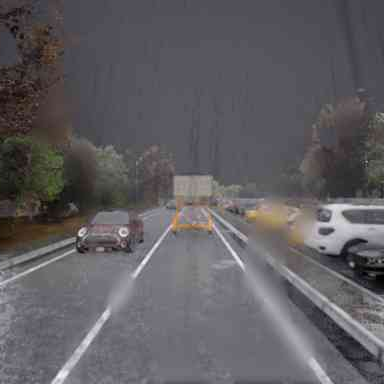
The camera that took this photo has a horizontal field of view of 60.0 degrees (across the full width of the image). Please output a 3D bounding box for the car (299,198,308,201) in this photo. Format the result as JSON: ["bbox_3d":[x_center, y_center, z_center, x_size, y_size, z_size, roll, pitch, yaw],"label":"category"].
[{"bbox_3d":[20.259,2.205,53.194,5.008,1.535,2.097,0,-1,0],"label":"car"}]

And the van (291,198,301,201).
[{"bbox_3d":[20.427,2.070,58.861,4.442,1.987,1.878,0,-1,0],"label":"van"}]

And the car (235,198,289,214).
[{"bbox_3d":[7.058,1.783,33.977,4.553,1.767,2.185,0,-1,0],"label":"car"}]

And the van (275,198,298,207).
[{"bbox_3d":[20.539,2.289,72.585,4.442,1.987,1.878,0,-1,0],"label":"van"}]

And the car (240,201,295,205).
[{"bbox_3d":[7.167,1.835,28.428,5.366,1.575,1.946,0,-1,0],"label":"car"}]

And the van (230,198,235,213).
[{"bbox_3d":[7.189,1.768,39.527,4.442,1.987,1.878,0,-1,0],"label":"van"}]

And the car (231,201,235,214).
[{"bbox_3d":[7.079,1.979,36.748,4.792,1.488,2.163,0,-1,0],"label":"car"}]

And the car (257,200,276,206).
[{"bbox_3d":[20.576,3.072,91.944,5.008,1.535,2.097,0,-2,0],"label":"car"}]

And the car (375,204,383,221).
[{"bbox_3d":[20.112,1.890,31.038,4.792,1.488,2.163,0,-1,0],"label":"car"}]

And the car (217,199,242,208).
[{"bbox_3d":[7.245,2.267,64.508,4.553,1.767,2.185,0,-1,0],"label":"car"}]

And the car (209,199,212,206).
[{"bbox_3d":[7.395,2.318,75.613,5.566,2.045,2.435,0,-1,0],"label":"car"}]

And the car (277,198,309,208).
[{"bbox_3d":[20.350,2.177,67.172,5.566,2.045,2.435,0,-1,0],"label":"car"}]

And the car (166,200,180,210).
[{"bbox_3d":[-3.135,2.114,56.226,2.097,1.767,4.553,0,-1,1],"label":"car"}]

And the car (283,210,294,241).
[{"bbox_3d":[7.053,1.726,14.550,5.366,1.575,1.946,0,0,0],"label":"car"}]

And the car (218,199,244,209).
[{"bbox_3d":[7.222,2.222,61.733,4.553,1.767,2.185,0,-1,0],"label":"car"}]

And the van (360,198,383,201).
[{"bbox_3d":[19.997,1.673,33.794,4.442,1.987,1.878,0,-1,0],"label":"van"}]

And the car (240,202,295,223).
[{"bbox_3d":[6.774,1.810,25.778,5.366,1.575,1.946,0,0,0],"label":"car"}]

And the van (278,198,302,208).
[{"bbox_3d":[20.518,2.246,69.940,4.442,1.987,1.878,0,-1,0],"label":"van"}]

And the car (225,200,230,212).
[{"bbox_3d":[7.066,2.068,42.300,4.792,1.488,2.163,0,-1,0],"label":"car"}]

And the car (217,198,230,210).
[{"bbox_3d":[6.977,2.168,50.629,5.366,1.575,1.946,0,-1,0],"label":"car"}]

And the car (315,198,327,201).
[{"bbox_3d":[20.168,1.822,44.888,5.566,2.045,2.435,0,-1,0],"label":"car"}]

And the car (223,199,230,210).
[{"bbox_3d":[7.088,2.112,45.076,4.792,1.488,2.163,0,-1,0],"label":"car"}]

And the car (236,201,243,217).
[{"bbox_3d":[6.998,1.871,31.197,4.892,1.521,2.231,0,-1,0],"label":"car"}]

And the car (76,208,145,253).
[{"bbox_3d":[-3.342,1.527,14.381,2.097,1.767,4.553,0,-1,0],"label":"car"}]

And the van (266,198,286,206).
[{"bbox_3d":[20.374,2.492,80.879,4.442,1.987,1.878,0,-2,0],"label":"van"}]

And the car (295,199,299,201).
[{"bbox_3d":[20.290,2.291,56.088,4.674,1.452,2.002,0,-1,0],"label":"car"}]

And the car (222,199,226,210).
[{"bbox_3d":[7.111,2.156,47.852,4.792,1.488,2.163,0,-1,0],"label":"car"}]

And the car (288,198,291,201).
[{"bbox_3d":[20.330,2.378,61.502,4.674,1.452,2.002,0,-1,0],"label":"car"}]

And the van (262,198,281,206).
[{"bbox_3d":[20.653,2.669,86.413,4.442,1.987,1.878,0,-2,0],"label":"van"}]

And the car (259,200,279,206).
[{"bbox_3d":[20.553,2.985,89.176,4.892,1.521,2.231,0,-2,0],"label":"car"}]

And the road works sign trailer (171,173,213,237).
[{"bbox_3d":[0.063,0.704,19.656,2.380,3.560,2.880,0,-1,3],"label":"road works sign trailer"}]

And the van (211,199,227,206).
[{"bbox_3d":[7.643,2.950,95.019,4.442,1.987,1.878,0,-2,0],"label":"van"}]

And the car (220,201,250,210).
[{"bbox_3d":[7.202,2.261,56.179,4.892,1.521,2.231,0,-1,0],"label":"car"}]

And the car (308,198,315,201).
[{"bbox_3d":[20.191,1.866,47.658,5.566,2.045,2.435,0,-1,0],"label":"car"}]

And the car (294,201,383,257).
[{"bbox_3d":[6.873,1.458,11.777,5.566,2.045,2.435,0,0,0],"label":"car"}]

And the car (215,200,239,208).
[{"bbox_3d":[7.324,2.521,70.057,4.674,1.452,2.002,0,-1,0],"label":"car"}]

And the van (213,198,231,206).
[{"bbox_3d":[7.296,2.506,81.147,4.442,1.987,1.878,0,-2,0],"label":"van"}]

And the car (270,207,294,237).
[{"bbox_3d":[6.897,1.751,17.328,4.892,1.521,2.231,0,0,0],"label":"car"}]

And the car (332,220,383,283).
[{"bbox_3d":[6.828,1.689,9.000,5.008,1.535,2.097,0,0,0],"label":"car"}]

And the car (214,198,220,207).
[{"bbox_3d":[7.045,2.301,58.956,5.366,1.575,1.946,0,-1,0],"label":"car"}]

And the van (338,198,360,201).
[{"bbox_3d":[20.267,1.759,39.348,4.442,1.987,1.878,0,-1,0],"label":"van"}]

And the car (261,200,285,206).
[{"bbox_3d":[20.329,2.804,83.639,5.366,1.575,1.946,0,-2,0],"label":"car"}]

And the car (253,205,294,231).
[{"bbox_3d":[6.728,1.767,20.105,5.366,1.575,1.946,0,0,0],"label":"car"}]

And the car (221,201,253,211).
[{"bbox_3d":[7.192,2.216,53.403,4.892,1.521,2.231,0,-1,0],"label":"car"}]

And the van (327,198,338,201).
[{"bbox_3d":[20.056,1.803,42.119,4.442,1.987,1.878,0,-1,0],"label":"van"}]

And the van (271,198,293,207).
[{"bbox_3d":[20.330,2.335,75.490,4.442,1.987,1.878,0,-1,0],"label":"van"}]
